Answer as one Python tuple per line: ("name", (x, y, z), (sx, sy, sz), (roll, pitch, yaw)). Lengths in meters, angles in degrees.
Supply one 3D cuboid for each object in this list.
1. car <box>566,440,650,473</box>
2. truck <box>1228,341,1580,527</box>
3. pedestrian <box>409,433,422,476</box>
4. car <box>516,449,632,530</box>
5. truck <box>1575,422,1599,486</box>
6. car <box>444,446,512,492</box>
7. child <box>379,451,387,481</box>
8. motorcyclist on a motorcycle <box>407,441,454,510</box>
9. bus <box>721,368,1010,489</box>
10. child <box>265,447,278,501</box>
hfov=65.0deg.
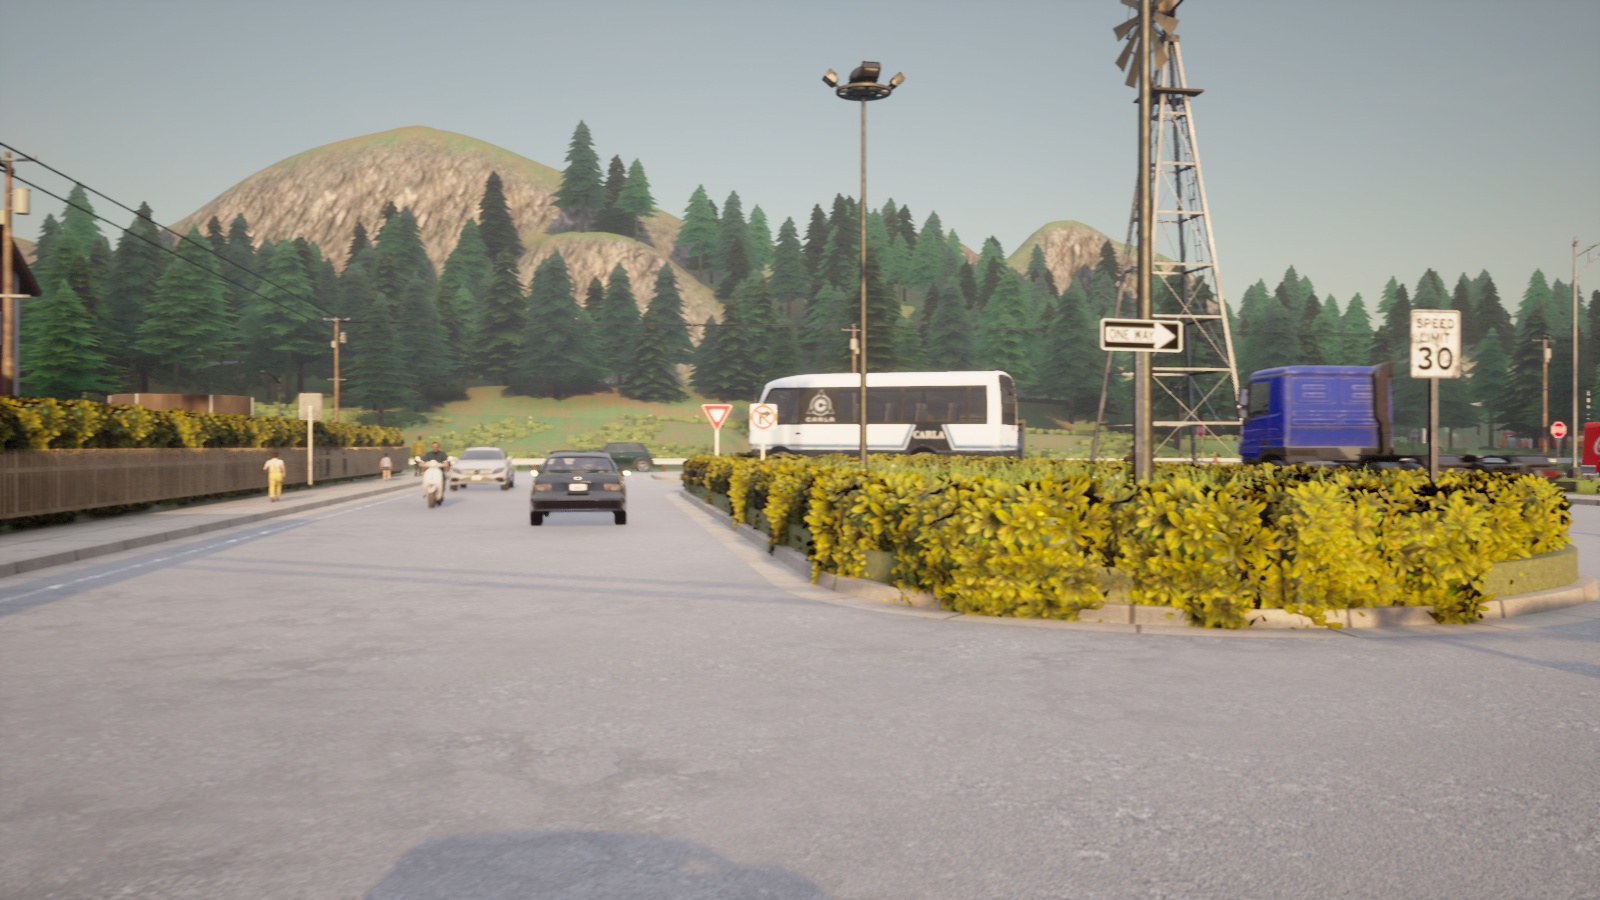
("car", (-10.629, 0.339, 69.530), (4.553, 1.767, 2.097), (0, 0, -9))
("truck", (12.687, -0.304, 27.451), (2.891, 3.462, 7.936), (0, 0, -9))
("pedestrian", (-16.485, 0.178, 53.865), (0.370, 1.835, 0.726), (0, 0, -3))
("car", (-4.457, 0.697, 25.066), (2.033, 1.411, 5.357), (0, 0, -9))
("truck", (32.095, 0.166, 46.855), (2.627, 2.467, 5.204), (0, 0, -10))
("car", (-10.741, 0.602, 42.152), (1.812, 1.442, 4.674), (0, 0, -9))
("child", (-15.568, 0.585, 46.878), (0.255, 1.110, 0.394), (0, 0, -10))
("motorcyclist on a motorcycle", (-8.776, 0.577, 29.897), (0.866, 1.590, 1.817), (0, 0, -9))
("bus", (2.490, -0.792, 48.047), (10.273, 4.253, 3.944), (1, 0, 21))
("child", (-12.439, 0.552, 29.556), (0.270, 1.263, 0.437), (0, 0, -22))
